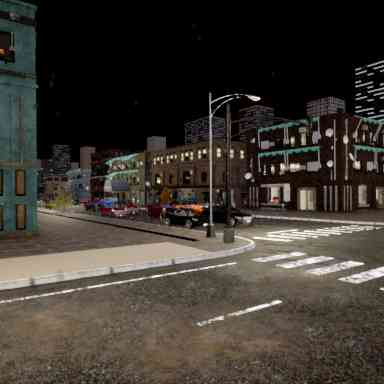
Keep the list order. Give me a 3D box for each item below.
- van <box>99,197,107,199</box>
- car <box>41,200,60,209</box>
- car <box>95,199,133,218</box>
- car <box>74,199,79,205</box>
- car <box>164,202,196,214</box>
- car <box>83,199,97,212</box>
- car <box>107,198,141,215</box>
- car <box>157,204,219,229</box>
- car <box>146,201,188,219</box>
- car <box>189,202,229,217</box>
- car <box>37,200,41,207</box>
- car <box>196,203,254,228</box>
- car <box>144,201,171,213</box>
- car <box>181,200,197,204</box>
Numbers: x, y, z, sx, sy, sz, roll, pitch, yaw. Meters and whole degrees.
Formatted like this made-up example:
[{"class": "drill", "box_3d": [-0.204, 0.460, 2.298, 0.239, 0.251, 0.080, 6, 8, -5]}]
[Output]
[{"class": "van", "box_3d": [-14.260, 1.908, 58.083, 1.690, 1.788, 3.998, -1, 0, -35]}, {"class": "car", "box_3d": [-24.195, 2.234, 57.618, 1.752, 1.417, 4.829, -1, 0, -35]}, {"class": "car", "box_3d": [-8.303, 1.847, 35.169, 1.967, 1.590, 4.097, -1, 0, -35]}, {"class": "car", "box_3d": [-27.049, 2.365, 76.154, 1.947, 1.339, 4.313, -1, 0, -35]}, {"class": "car", "box_3d": [-1.462, 1.904, 40.014, 1.802, 1.307, 4.206, -2, 0, -35]}, {"class": "car", "box_3d": [-13.798, 2.075, 47.502, 2.033, 1.411, 5.357, -1, 0, -35]}, {"class": "car", "box_3d": [-7.819, 1.765, 38.995, 2.097, 1.767, 4.553, -1, 0, -35]}, {"class": "car", "box_3d": [-0.381, 1.815, 23.774, 1.947, 1.339, 4.313, -1, 0, -35]}, {"class": "car", "box_3d": [-2.663, 1.875, 31.710, 1.994, 1.385, 4.181, -1, 0, -35]}, {"class": "car", "box_3d": [1.736, 1.810, 35.496, 2.008, 1.369, 4.403, -2, 0, -35]}, {"class": "car", "box_3d": [-30.690, 2.377, 66.793, 2.008, 1.369, 4.403, -1, 0, -35]}, {"class": "car", "box_3d": [2.447, 1.735, 24.495, 1.812, 1.442, 4.674, -1, 0, -37]}, {"class": "car", "box_3d": [-4.659, 1.966, 44.531, 1.802, 1.307, 4.206, -1, 0, -35]}, {"class": "car", "box_3d": [-0.920, 1.648, 34.752, 2.097, 1.767, 4.553, -1, 0, -35]}]
